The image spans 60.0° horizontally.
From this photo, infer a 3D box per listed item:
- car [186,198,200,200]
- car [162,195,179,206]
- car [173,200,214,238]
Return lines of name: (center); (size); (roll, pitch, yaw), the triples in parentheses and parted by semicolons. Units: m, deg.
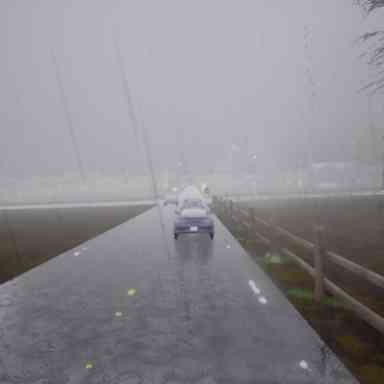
car: (0.114, 1.235, 33.726); (1.895, 1.301, 4.718); (-1, 1, 0)
car: (-2.711, 1.077, 43.942); (1.812, 1.442, 4.674); (-1, 1, 0)
car: (0.094, 1.360, 16.411); (1.812, 1.442, 4.674); (-1, 1, 0)
